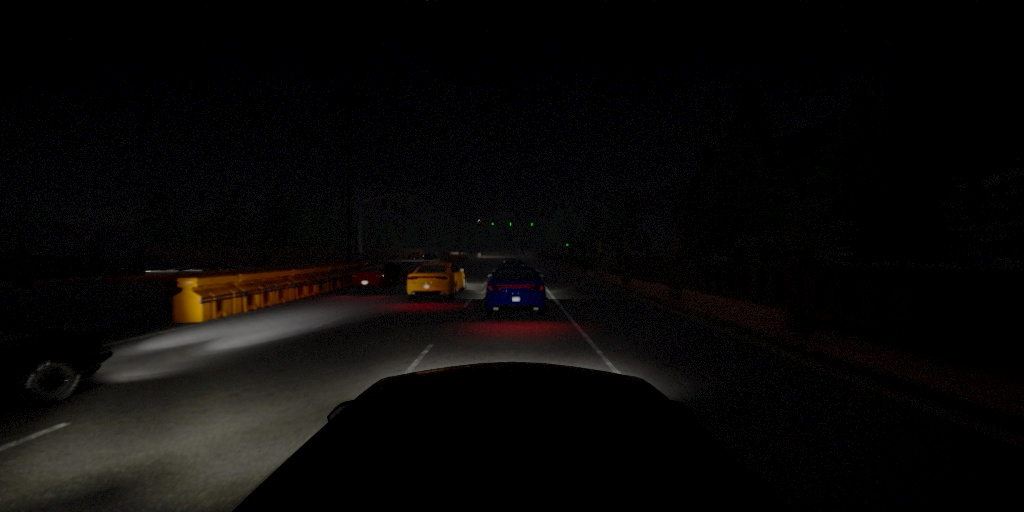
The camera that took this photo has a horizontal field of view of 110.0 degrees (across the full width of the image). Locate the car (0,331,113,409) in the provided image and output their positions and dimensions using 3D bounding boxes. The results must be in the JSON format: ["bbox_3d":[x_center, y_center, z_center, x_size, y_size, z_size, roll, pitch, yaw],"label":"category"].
[{"bbox_3d":[-6.899,1.340,3.158,1.895,1.301,4.718,0,1,0],"label":"car"}]

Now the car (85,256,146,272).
[{"bbox_3d":[-37.995,0.824,33.903,4.181,1.385,1.994,0,1,0],"label":"car"}]

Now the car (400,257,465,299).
[{"bbox_3d":[-3.356,1.013,16.598,1.882,1.535,5.008,0,1,0],"label":"car"}]

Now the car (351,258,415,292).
[{"bbox_3d":[-6.844,1.023,18.990,1.812,1.442,4.674,0,1,0],"label":"car"}]

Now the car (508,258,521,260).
[{"bbox_3d":[0.216,0.881,30.456,1.994,1.385,4.181,0,1,0],"label":"car"}]

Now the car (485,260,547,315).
[{"bbox_3d":[0.127,1.073,12.793,1.882,1.535,5.008,0,1,0],"label":"car"}]

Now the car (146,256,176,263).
[{"bbox_3d":[-37.833,0.698,37.406,4.902,1.511,2.128,0,1,0],"label":"car"}]

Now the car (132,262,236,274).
[{"bbox_3d":[-14.029,1.102,16.373,1.994,1.385,4.181,0,1,1],"label":"car"}]
